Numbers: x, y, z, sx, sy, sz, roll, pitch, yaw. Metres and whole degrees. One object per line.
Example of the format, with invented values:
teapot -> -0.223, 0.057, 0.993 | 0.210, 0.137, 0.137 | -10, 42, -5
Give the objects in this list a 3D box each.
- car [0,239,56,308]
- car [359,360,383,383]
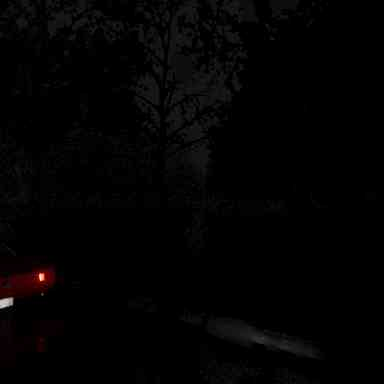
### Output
car -> -4.993, 1.609, 6.964 | 4.718, 1.301, 1.895 | 0, 0, 36
car -> 3.162, 1.504, 1.122 | 4.892, 1.490, 1.837 | 0, 0, 35
